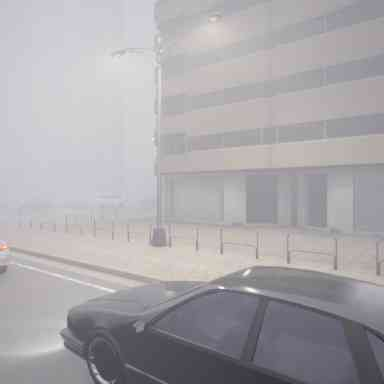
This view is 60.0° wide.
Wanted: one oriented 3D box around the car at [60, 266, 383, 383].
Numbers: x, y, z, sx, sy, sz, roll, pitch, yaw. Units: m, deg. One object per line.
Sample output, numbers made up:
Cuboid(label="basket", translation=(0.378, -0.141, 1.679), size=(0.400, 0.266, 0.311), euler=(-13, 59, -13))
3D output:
Cuboid(label="car", translation=(0.852, 1.547, 3.404), size=(5.357, 1.411, 2.033), euler=(0, 0, 38))

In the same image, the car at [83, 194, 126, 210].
Cuboid(label="car", translation=(-11.564, 1.277, 45.661), size=(2.150, 2.045, 5.566), euler=(0, 0, 37))

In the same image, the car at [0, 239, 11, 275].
Cuboid(label="car", translation=(-6.747, 1.526, 9.250), size=(4.674, 1.442, 1.812), euler=(0, 0, 39))

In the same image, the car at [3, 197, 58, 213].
Cuboid(label="car", translation=(-18.002, 1.407, 37.177), size=(2.097, 1.767, 4.553), euler=(0, 0, 37))

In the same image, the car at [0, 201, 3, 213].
Cuboid(label="car", translation=(-22.787, 1.547, 36.703), size=(2.128, 1.511, 4.902), euler=(0, 0, 38))

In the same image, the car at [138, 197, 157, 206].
Cuboid(label="car", translation=(-7.142, 1.564, 57.159), size=(2.128, 1.511, 4.902), euler=(0, 0, 37))

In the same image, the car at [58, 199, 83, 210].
Cuboid(label="car", translation=(-16.356, 1.603, 45.143), size=(2.033, 1.411, 5.357), euler=(0, 0, 37))
